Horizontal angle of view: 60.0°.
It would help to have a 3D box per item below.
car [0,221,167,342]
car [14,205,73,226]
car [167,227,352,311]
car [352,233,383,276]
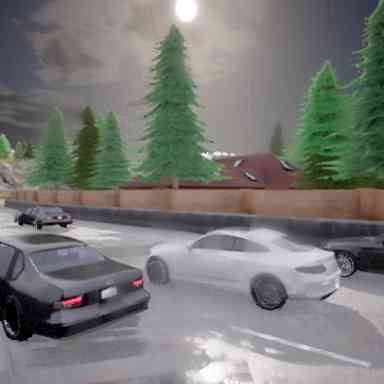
[{"bbox_3d":[-3.212,1.553,6.526,5.357,1.411,2.033,0,0,38],"label":"car"},{"bbox_3d":[-9.609,1.566,21.340,5.357,1.411,2.033,0,0,44],"label":"car"},{"bbox_3d":[0.939,1.544,7.777,4.674,1.442,1.812,0,0,37],"label":"car"},{"bbox_3d":[5.734,1.557,8.552,4.674,1.442,1.812,0,0,36],"label":"car"}]
